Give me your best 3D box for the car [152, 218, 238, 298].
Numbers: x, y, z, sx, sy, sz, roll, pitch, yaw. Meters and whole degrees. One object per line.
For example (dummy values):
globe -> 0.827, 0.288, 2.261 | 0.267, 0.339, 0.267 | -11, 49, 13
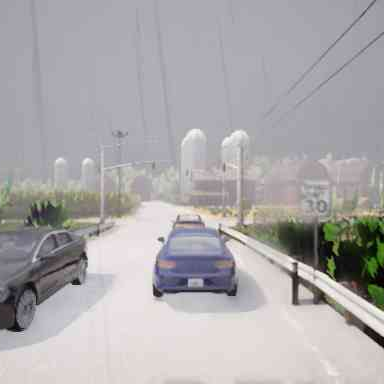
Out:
car -> 0.054, 1.605, 8.579 | 1.812, 1.442, 4.674 | 0, -1, 0

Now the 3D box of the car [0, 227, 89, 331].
car -> -3.633, 1.537, 6.965 | 2.128, 1.511, 4.902 | 0, -1, 0

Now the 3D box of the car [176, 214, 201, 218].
car -> -0.207, 2.009, 19.142 | 2.128, 1.511, 4.902 | 0, -3, -2
